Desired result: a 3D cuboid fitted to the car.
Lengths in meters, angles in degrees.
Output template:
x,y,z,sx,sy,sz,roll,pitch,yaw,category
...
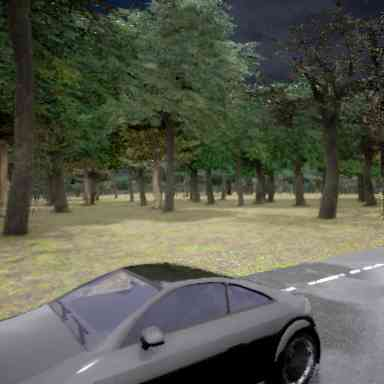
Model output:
x,y,z,sx,sy,sz,roll,pitch,yaw,category
-0.491,1.558,3.640,4.181,1.385,1.994,0,0,-35,car
